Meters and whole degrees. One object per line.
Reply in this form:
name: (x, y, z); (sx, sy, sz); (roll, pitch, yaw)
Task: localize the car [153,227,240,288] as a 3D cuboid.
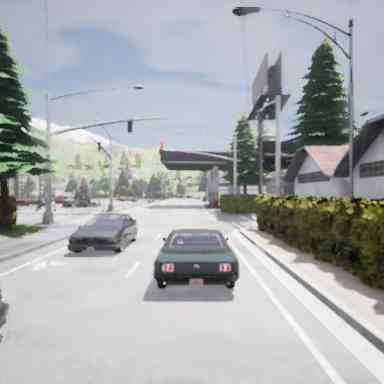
car: (0.100, 1.642, 9.283); (1.895, 1.301, 4.718); (0, 0, 0)

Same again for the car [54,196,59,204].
car: (-23.981, 1.575, 64.179); (4.514, 1.523, 2.007); (0, 0, 0)

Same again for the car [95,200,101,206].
car: (-16.148, 1.585, 51.801); (3.806, 1.475, 1.970); (0, 0, 0)

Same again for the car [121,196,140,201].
car: (-16.447, 1.725, 89.194); (4.514, 1.523, 2.007); (0, 0, 0)

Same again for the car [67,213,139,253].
car: (-3.515, 1.609, 14.253); (2.033, 1.411, 5.357); (0, 0, 0)

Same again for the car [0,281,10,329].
car: (-3.593, 1.559, 2.525); (2.033, 1.411, 5.357); (0, 0, 0)

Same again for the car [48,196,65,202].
car: (-35.045, 1.755, 86.106); (3.806, 1.475, 1.970); (0, 0, 0)

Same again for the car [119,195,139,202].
car: (-16.378, 1.702, 86.057); (5.027, 1.636, 2.152); (0, 0, 0)

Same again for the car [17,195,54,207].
car: (-24.627, 1.320, 51.720); (4.605, 1.855, 1.932); (0, 0, 0)

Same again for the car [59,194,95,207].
car: (-16.742, 1.286, 48.474); (3.866, 1.878, 1.905); (0, 0, 0)

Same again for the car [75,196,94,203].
car: (-23.990, 1.640, 74.171); (3.633, 1.501, 1.845); (0, 0, 0)
